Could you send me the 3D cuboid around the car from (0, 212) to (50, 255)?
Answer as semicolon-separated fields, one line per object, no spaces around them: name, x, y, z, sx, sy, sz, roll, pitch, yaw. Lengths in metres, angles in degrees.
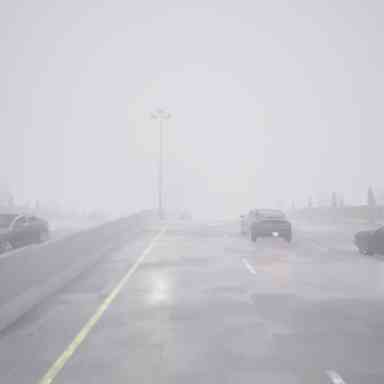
car;-7.094;1.539;12.558;2.128;1.511;4.902;0;0;0

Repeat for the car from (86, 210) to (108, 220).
car;-14.059;3.431;49.400;2.097;1.767;4.553;0;-6;0

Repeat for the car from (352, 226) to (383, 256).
car;7.109;1.588;10.398;2.033;1.411;5.357;0;0;0

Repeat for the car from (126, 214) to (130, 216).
car;-10.519;4.466;56.588;1.895;1.301;4.718;0;-6;1

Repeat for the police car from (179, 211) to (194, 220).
police car;-1.033;3.851;52.565;1.930;1.638;5.238;0;-6;0

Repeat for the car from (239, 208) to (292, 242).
car;3.606;1.570;16.791;1.837;1.490;4.892;0;0;0
